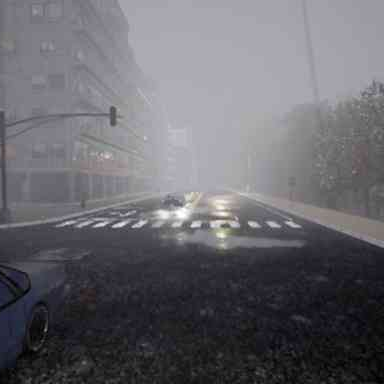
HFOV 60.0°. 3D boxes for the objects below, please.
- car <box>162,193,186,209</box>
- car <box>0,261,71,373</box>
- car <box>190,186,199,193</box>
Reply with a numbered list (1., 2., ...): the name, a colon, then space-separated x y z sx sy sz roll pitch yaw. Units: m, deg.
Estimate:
1. car: -1.605 0.771 30.400 1.895 1.301 4.718 0 2 3
2. car: -2.992 1.492 3.128 2.033 1.411 5.357 0 1 3
3. car: 0.623 -0.535 74.324 2.033 1.411 5.357 0 2 3
